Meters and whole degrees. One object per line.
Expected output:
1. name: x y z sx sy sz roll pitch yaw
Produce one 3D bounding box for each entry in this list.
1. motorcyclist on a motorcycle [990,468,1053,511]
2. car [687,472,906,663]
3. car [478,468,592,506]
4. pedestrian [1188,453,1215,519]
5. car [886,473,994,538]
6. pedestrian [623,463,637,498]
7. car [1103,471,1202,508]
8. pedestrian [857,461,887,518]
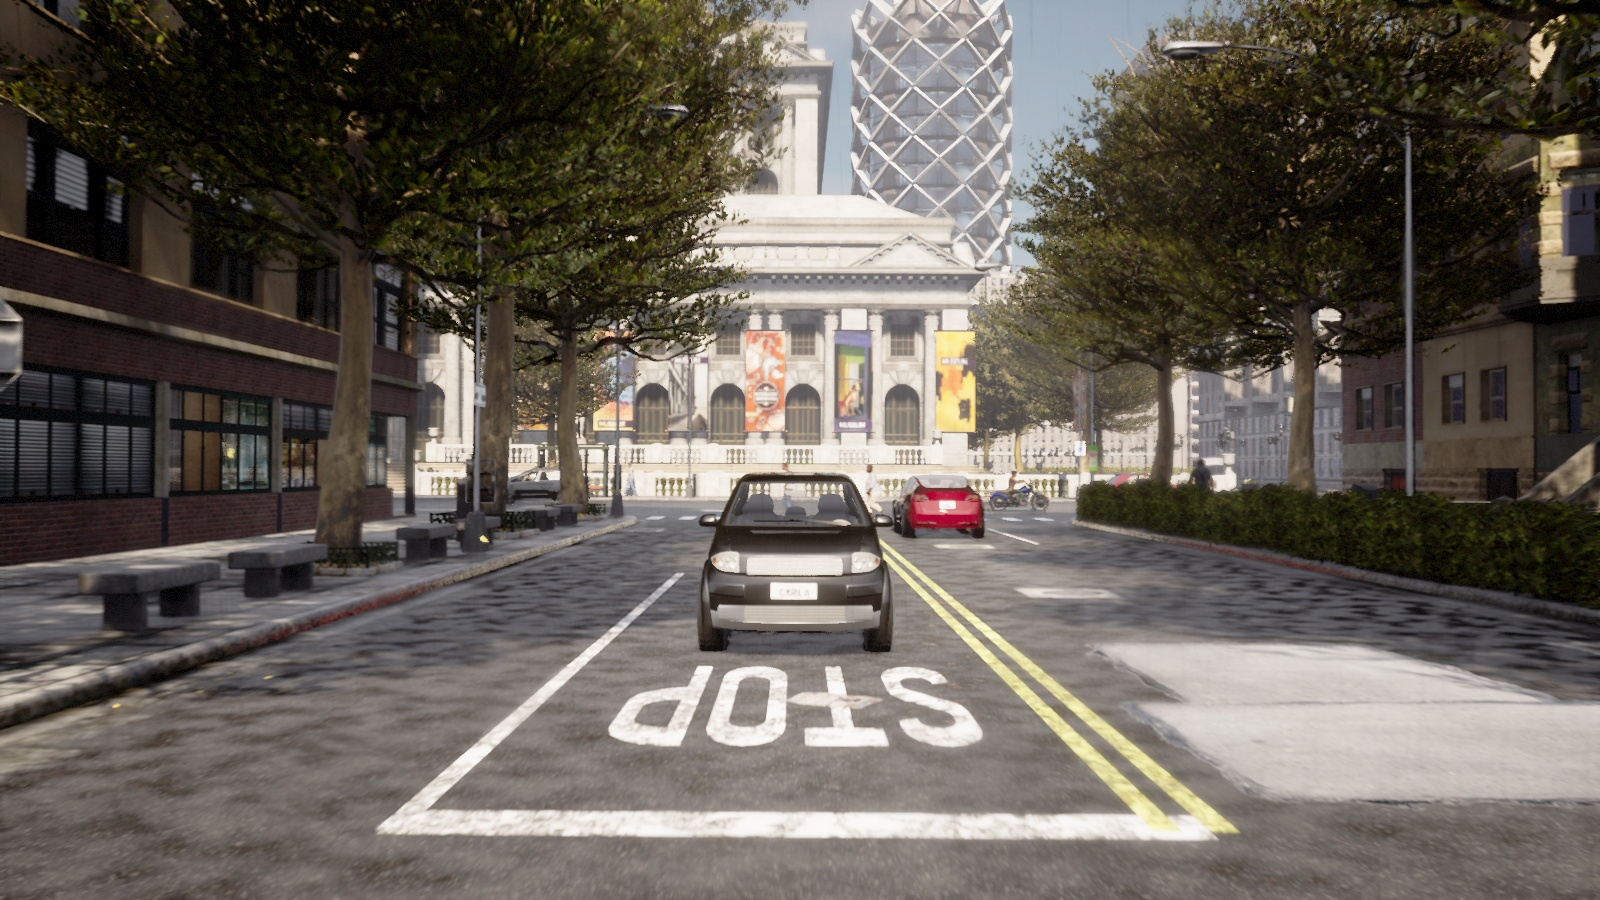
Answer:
1. motorcyclist on a motorcycle: 8.664 1.551 49.175 2.350 1.649 0.766 0 -1 0
2. car: -0.032 0.996 12.141 1.789 1.549 3.705 0 -1 0
3. car: -11.830 1.644 56.235 4.611 1.667 2.242 0 -1 0
4. pedestrian: 11.402 1.021 35.682 0.540 1.848 0.694 0 -1 0
5. car: 3.417 1.327 31.546 2.163 1.488 4.792 0 -1 0
6. pedestrian: -9.093 1.629 67.183 0.706 1.836 0.354 0 -1 -6
7. car: 14.735 1.648 52.656 3.633 1.501 1.845 0 -1 0
8. pedestrian: 2.364 1.301 41.320 0.900 1.855 0.874 0 -1 0
